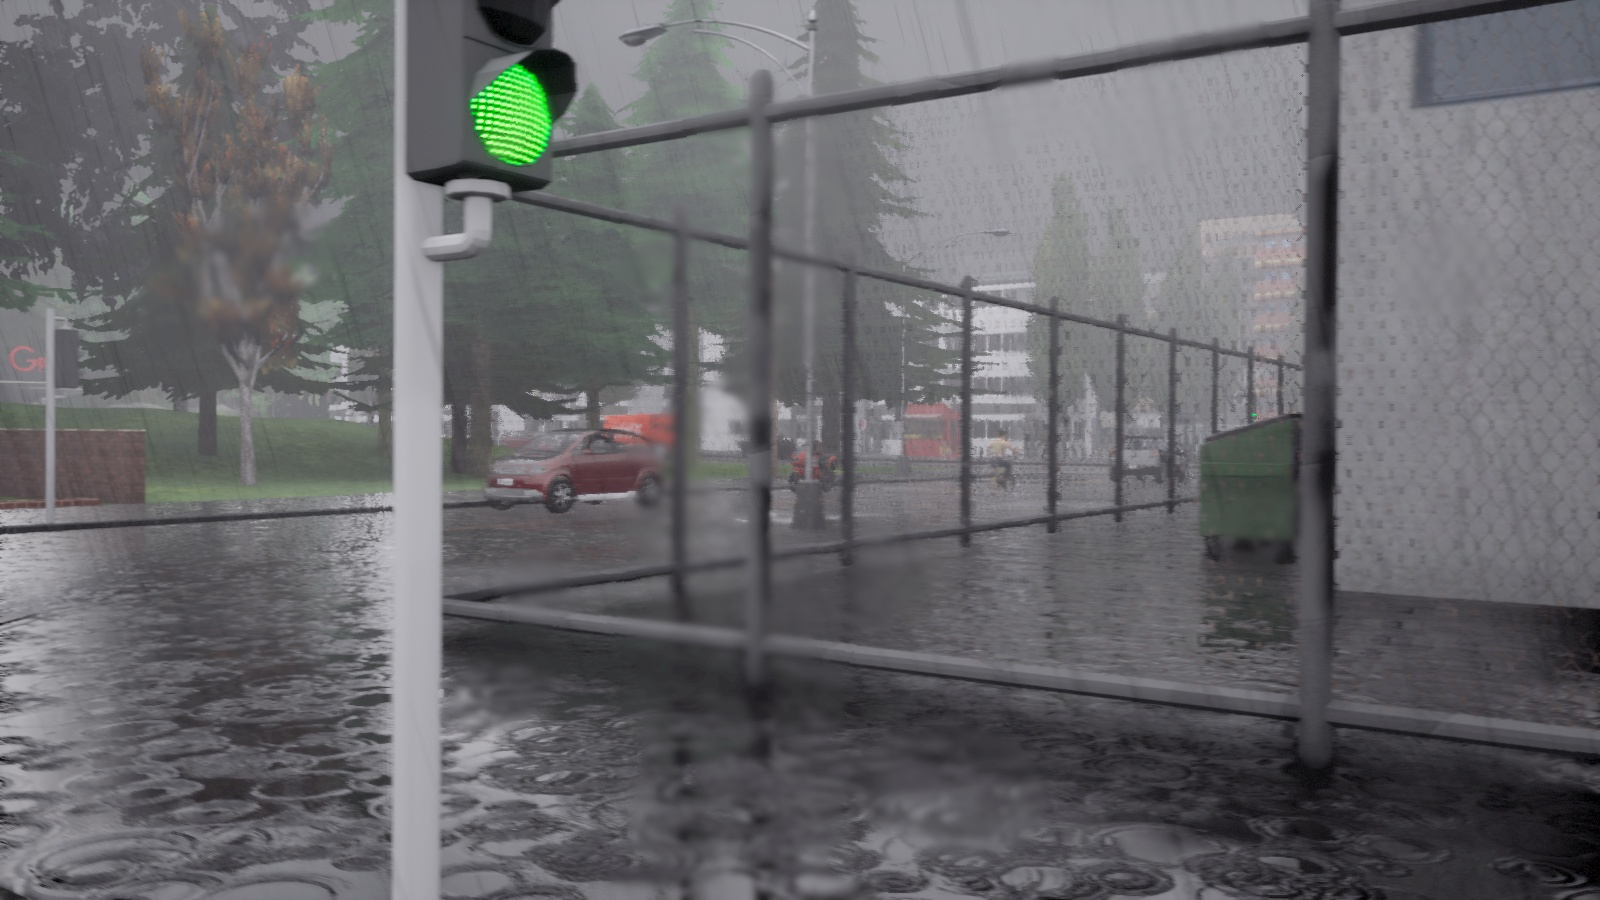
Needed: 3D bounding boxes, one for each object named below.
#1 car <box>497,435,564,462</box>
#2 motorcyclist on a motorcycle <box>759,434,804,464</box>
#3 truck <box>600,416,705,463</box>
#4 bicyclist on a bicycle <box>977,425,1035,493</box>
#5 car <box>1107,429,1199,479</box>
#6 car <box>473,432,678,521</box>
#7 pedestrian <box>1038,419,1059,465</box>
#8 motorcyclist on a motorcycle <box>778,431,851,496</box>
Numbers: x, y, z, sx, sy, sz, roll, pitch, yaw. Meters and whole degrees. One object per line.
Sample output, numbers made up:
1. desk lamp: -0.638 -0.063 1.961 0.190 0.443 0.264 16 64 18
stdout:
1. car: -15.884 -0.103 73.912 3.705 1.549 1.789 1 1 33
2. motorcyclist on a motorcycle: -0.948 -0.063 64.097 2.191 1.530 0.866 0 1 34
3. truck: -8.111 -0.573 68.786 5.204 2.467 2.627 0 1 33
4. bicyclist on a bicycle: 5.036 0.216 30.670 0.866 1.612 1.509 0 0 33
5. car: 11.371 0.104 40.305 1.845 1.501 3.633 0 1 33
6. car: -4.193 0.439 23.932 1.789 1.549 3.705 0 1 33
7. pedestrian: 9.868 -0.312 49.908 0.709 1.840 0.431 0 1 34
8. motorcyclist on a motorcycle: 0.366 0.306 30.853 0.797 1.523 2.044 0 1 33
